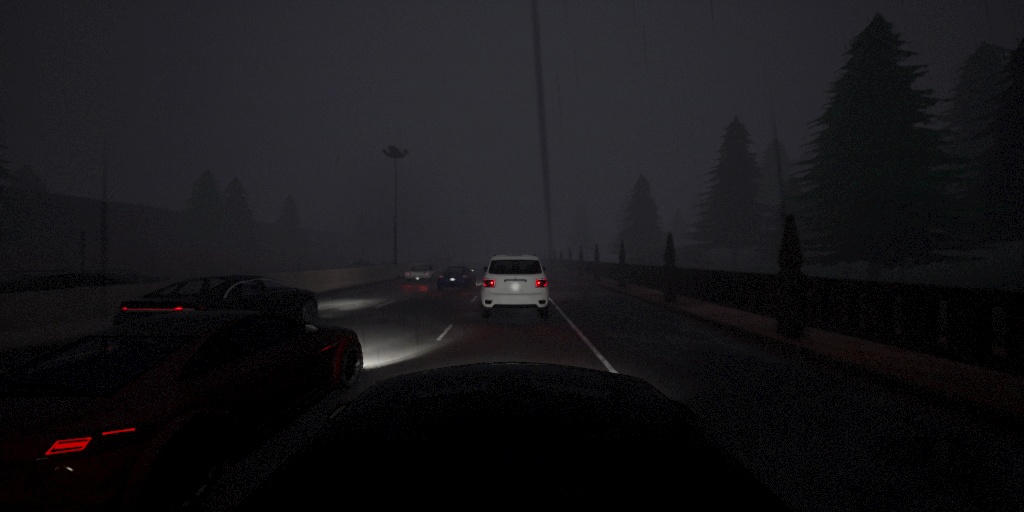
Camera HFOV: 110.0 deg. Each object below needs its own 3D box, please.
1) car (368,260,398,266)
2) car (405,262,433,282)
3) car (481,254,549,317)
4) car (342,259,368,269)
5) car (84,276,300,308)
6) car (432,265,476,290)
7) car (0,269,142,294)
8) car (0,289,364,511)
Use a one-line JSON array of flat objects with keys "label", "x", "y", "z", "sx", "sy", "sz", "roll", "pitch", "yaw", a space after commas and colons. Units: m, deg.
[{"label": "car", "x": -14.084, "y": 1.288, "z": 40.872, "sx": 2.033, "sy": 1.411, "sz": 5.357, "roll": 0, "pitch": 0, "yaw": 0}, {"label": "car", "x": -6.903, "y": 1.345, "z": 28.451, "sx": 1.895, "sy": 1.301, "sz": 4.718, "roll": 0, "pitch": 0, "yaw": 0}, {"label": "car", "x": 0.099, "y": 0.969, "z": 13.274, "sx": 2.150, "sy": 2.045, "sz": 5.566, "roll": 0, "pitch": 0, "yaw": 0}, {"label": "car", "x": -17.577, "y": 1.288, "z": 41.412, "sx": 2.033, "sy": 1.411, "sz": 5.357, "roll": 0, "pitch": 0, "yaw": 0}, {"label": "car", "x": -6.901, "y": 1.240, "z": 9.113, "sx": 2.128, "sy": 1.511, "sz": 4.902, "roll": 0, "pitch": 0, "yaw": 0}, {"label": "car", "x": -3.402, "y": 1.309, "z": 22.548, "sx": 1.994, "sy": 1.385, "sz": 4.181, "roll": 0, "pitch": 0, "yaw": 0}, {"label": "car", "x": -14.101, "y": 1.252, "z": 10.581, "sx": 1.837, "sy": 1.490, "sz": 4.892, "roll": 0, "pitch": 0, "yaw": 0}, {"label": "car", "x": -3.401, "y": 1.313, "z": 4.162, "sx": 1.994, "sy": 1.385, "sz": 4.181, "roll": 0, "pitch": 0, "yaw": 0}]
